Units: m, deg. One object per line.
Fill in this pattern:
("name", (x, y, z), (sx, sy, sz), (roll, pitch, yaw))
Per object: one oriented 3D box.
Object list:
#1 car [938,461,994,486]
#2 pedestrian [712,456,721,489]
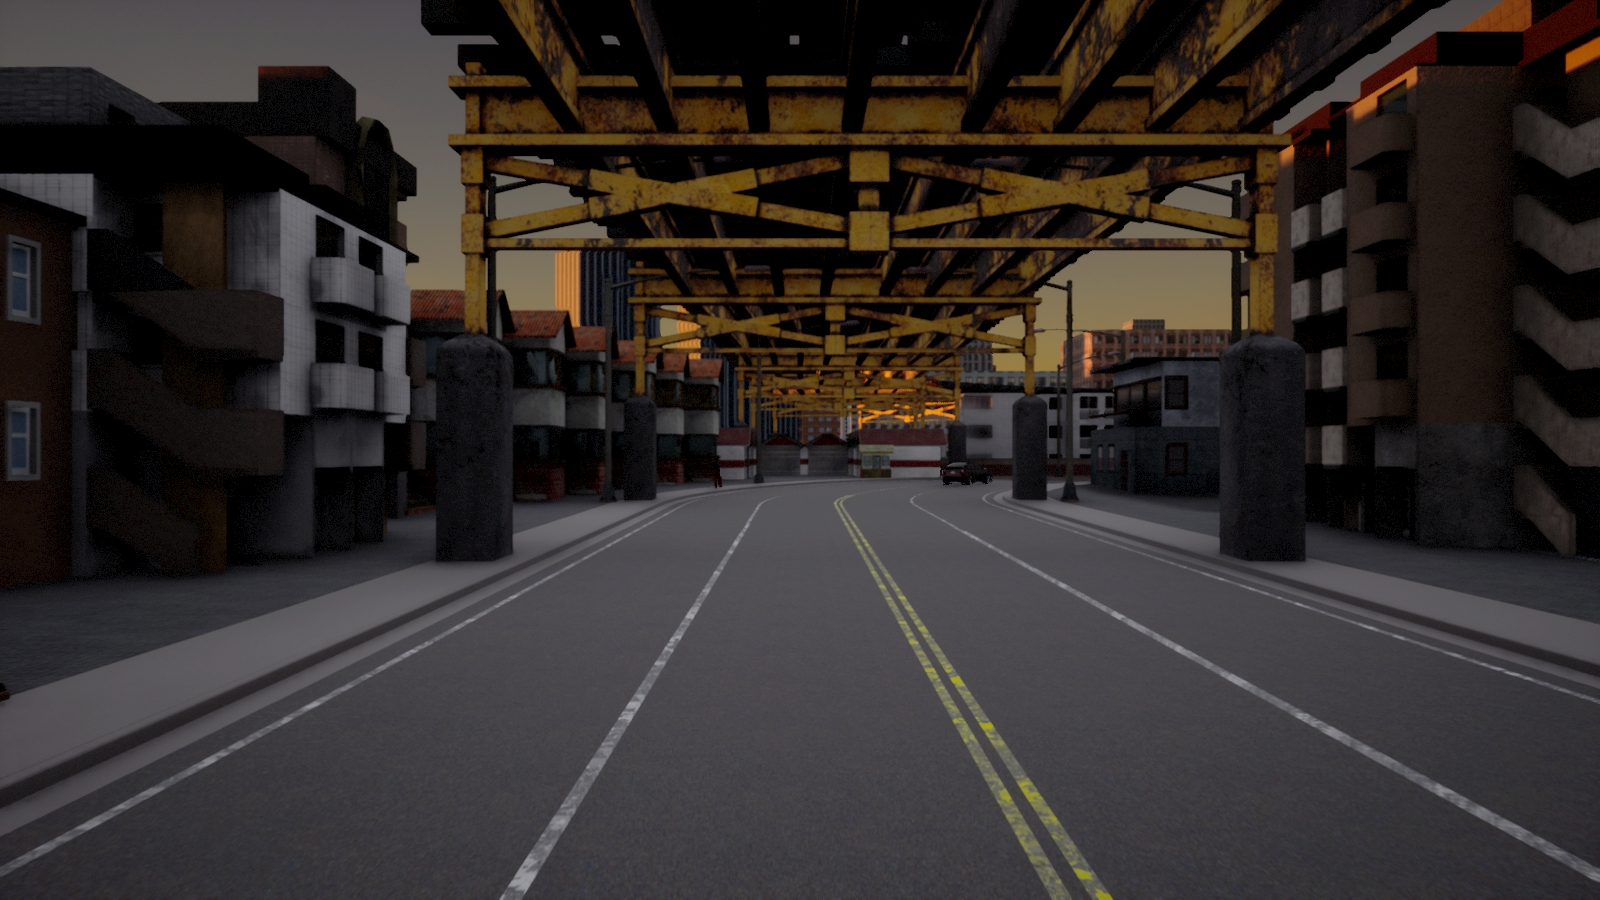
("car", (11.018, 1.512, 75.484), (2.007, 1.525, 4.514), (0, 0, 32))
("pedestrian", (-4.814, 1.283, 65.676), (0.375, 1.860, 0.375), (0, 0, 22))
